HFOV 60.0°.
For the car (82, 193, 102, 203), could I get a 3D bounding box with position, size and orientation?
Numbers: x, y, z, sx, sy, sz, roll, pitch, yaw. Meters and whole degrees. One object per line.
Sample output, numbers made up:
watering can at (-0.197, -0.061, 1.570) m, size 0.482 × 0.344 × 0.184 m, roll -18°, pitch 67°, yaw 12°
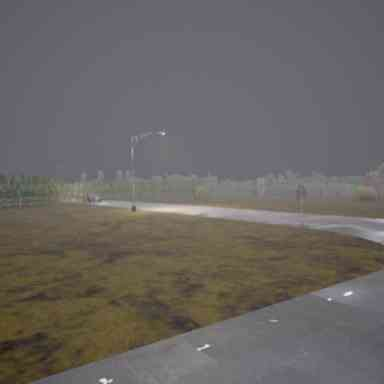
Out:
car at (-15.700, 0.891, 52.155) m, size 2.128 × 1.511 × 4.902 m, roll -3°, pitch 2°, yaw -36°
